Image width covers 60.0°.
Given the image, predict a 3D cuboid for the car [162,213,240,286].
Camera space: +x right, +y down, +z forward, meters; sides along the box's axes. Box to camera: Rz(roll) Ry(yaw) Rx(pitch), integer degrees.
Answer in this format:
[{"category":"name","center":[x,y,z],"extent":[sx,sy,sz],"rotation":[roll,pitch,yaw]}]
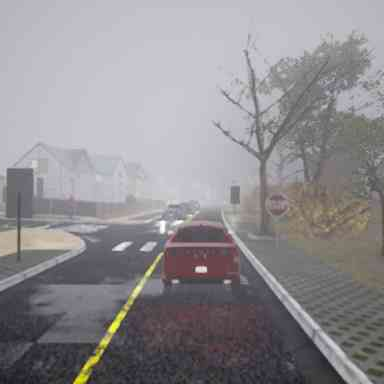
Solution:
[{"category":"car","center":[0.259,1.593,9.813],"extent":[1.882,1.535,5.008],"rotation":[0,-1,1]}]

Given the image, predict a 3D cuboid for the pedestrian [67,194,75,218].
[{"category":"pedestrian","center":[-9.192,1.070,25.278],"extent":[0.375,1.860,0.375],"rotation":[0,-4,1]}]

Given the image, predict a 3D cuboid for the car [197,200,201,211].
[{"category":"car","center":[0.212,2.109,53.566],"extent":[2.097,1.767,4.553],"rotation":[0,-1,6]}]

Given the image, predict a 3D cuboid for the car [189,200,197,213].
[{"category":"car","center":[-0.848,2.046,43.014],"extent":[1.882,1.535,5.008],"rotation":[0,-1,4]}]

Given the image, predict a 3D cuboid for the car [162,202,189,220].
[{"category":"car","center":[-1.702,1.933,32.684],"extent":[1.812,1.442,4.674],"rotation":[0,-1,6]}]
